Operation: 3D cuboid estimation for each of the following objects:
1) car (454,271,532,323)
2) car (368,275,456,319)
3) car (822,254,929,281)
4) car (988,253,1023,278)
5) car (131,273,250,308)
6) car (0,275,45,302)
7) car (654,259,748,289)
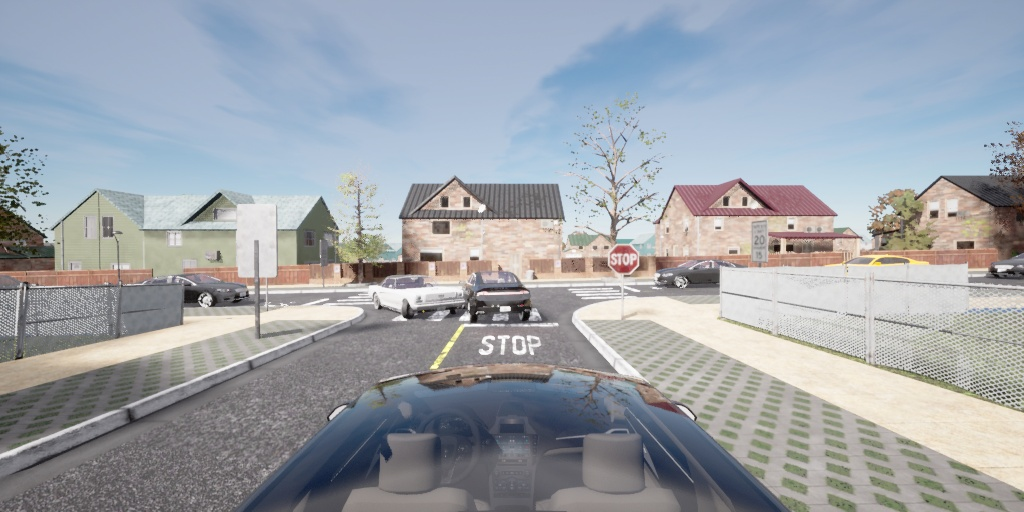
[{"bbox_3d":[-0.690,1.243,12.219,2.128,1.511,4.902,0,0,-12],"label":"car"},{"bbox_3d":[-3.605,1.368,13.078,1.895,1.301,4.718,0,0,-38],"label":"car"},{"bbox_3d":[19.756,0.690,19.668,5.008,1.535,1.882,-1,1,-1],"label":"car"},{"bbox_3d":[29.381,0.478,19.706,4.902,1.511,2.128,-1,1,0],"label":"car"},{"bbox_3d":[-14.906,1.567,16.571,4.902,1.511,2.128,-1,1,0],"label":"car"},{"bbox_3d":[-24.244,1.649,16.528,4.553,1.767,2.097,-1,1,0],"label":"car"},{"bbox_3d":[10.326,0.926,19.630,4.902,1.511,2.128,-1,1,0],"label":"car"}]
